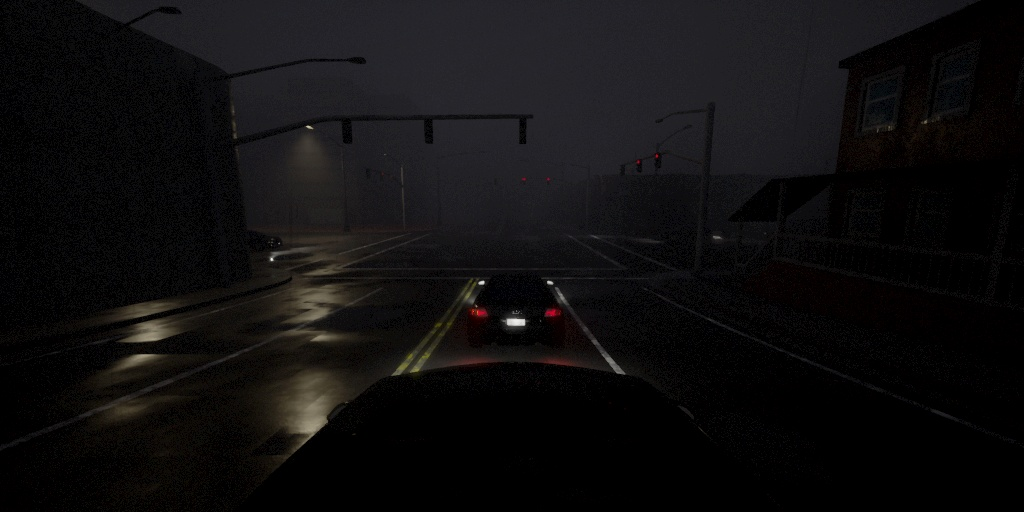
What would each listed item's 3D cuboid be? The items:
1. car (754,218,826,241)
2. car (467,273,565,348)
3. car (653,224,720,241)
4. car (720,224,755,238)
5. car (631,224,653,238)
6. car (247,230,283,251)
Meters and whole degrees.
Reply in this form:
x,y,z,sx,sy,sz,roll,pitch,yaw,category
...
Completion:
x,y,z,sx,sy,sz,roll,pitch,yaw,category
26.665,-2.504,33.782,5.566,2.045,2.150,0,8,1,car
0.094,1.090,8.707,1.994,1.385,4.181,0,3,0,car
16.402,-2.226,33.893,4.892,1.490,1.837,0,8,0,car
23.770,-2.676,37.315,4.181,1.385,1.994,0,8,1,car
14.961,-2.644,37.393,4.718,1.301,1.895,0,8,1,car
-19.959,-1.191,26.992,4.892,1.490,1.837,0,8,1,car
